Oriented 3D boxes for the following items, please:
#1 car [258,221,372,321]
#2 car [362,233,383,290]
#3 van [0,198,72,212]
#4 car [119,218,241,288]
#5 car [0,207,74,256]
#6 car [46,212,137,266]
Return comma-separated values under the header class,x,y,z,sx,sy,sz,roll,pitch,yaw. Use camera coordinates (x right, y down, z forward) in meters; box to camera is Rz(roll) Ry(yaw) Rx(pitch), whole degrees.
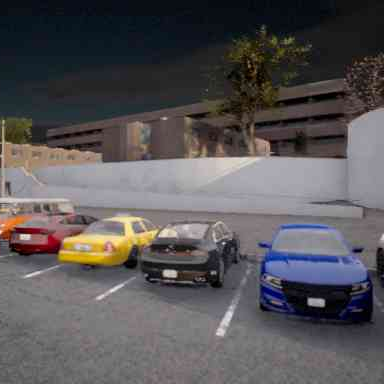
class,x,y,z,sx,sy,sz,roll,pitch,yaw
car,2.619,1.489,7.623,2.097,1.535,5.008,1,-1,16
car,5.046,1.242,5.919,2.435,2.045,5.566,0,-1,16
van,-7.122,1.257,14.440,1.878,1.987,4.442,1,-1,16
car,0.182,1.487,9.347,2.231,1.521,4.892,0,-1,16
car,-4.664,1.514,12.847,2.163,1.488,4.792,0,-1,16
car,-2.193,1.483,11.265,1.946,1.575,5.366,0,-1,16
